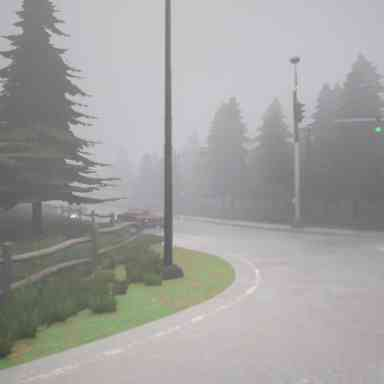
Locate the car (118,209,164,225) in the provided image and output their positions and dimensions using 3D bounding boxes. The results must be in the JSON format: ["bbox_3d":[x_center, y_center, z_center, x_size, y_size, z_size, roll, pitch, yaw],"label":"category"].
[{"bbox_3d":[-3.164,1.766,21.541,1.895,1.301,4.718,0,0,-32],"label":"car"}]

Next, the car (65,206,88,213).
[{"bbox_3d":[-13.538,1.899,38.872,1.994,1.385,4.181,0,-1,-31],"label":"car"}]
